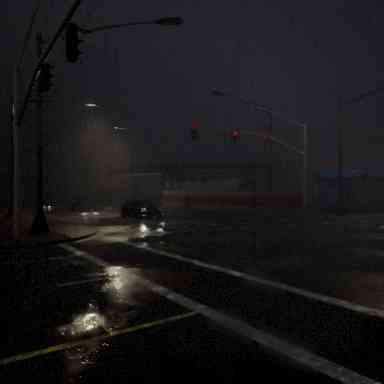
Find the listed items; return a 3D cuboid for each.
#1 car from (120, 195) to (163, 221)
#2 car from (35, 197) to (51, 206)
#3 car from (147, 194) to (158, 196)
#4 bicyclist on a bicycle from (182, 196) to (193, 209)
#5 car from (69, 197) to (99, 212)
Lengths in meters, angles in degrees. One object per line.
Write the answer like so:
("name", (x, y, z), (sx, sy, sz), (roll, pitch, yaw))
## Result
("car", (-4.306, 1.423, 28.310), (2.097, 1.767, 4.553), (0, 0, -37))
("car", (-25.562, 1.582, 57.044), (2.128, 1.511, 4.902), (0, 0, -36))
("car", (-8.412, 1.334, 73.850), (4.611, 1.667, 2.242), (0, 0, -35))
("bicyclist on a bicycle", (-0.572, 1.354, 41.698), (1.656, 1.620, 0.582), (0, 0, -37))
("car", (-12.989, 1.625, 39.993), (2.033, 1.411, 5.357), (0, 0, -37))
